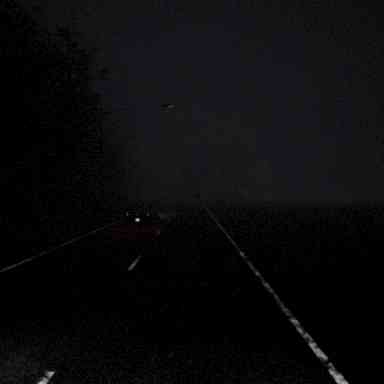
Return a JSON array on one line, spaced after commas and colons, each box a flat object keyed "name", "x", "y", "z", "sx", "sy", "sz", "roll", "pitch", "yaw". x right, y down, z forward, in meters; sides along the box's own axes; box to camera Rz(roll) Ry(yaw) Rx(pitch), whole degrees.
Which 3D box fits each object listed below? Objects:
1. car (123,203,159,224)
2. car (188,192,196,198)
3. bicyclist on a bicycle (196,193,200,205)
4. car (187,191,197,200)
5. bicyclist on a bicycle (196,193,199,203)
[{"name": "car", "x": -3.406, "y": 1.441, "z": 23.079, "sx": 1.895, "sy": 1.301, "sz": 4.718, "roll": 0, "pitch": 0, "yaw": 0}, {"name": "car", "x": -0.023, "y": 0.784, "z": 85.491, "sx": 1.812, "sy": 1.442, "sz": 4.674, "roll": 0, "pitch": 0, "yaw": 0}, {"name": "bicyclist on a bicycle", "x": 0.950, "y": 1.028, "z": 49.599, "sx": 0.659, "sy": 1.776, "sz": 1.843, "roll": 0, "pitch": 1, "yaw": 0}, {"name": "car", "x": -0.017, "y": 0.712, "z": 74.567, "sx": 2.150, "sy": 2.045, "sz": 5.566, "roll": 0, "pitch": 0, "yaw": 0}, {"name": "bicyclist on a bicycle", "x": 0.947, "y": 1.050, "z": 58.384, "sx": 0.582, "sy": 1.620, "sz": 1.656, "roll": 0, "pitch": 0, "yaw": 0}]
